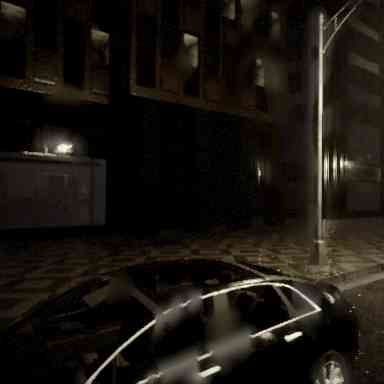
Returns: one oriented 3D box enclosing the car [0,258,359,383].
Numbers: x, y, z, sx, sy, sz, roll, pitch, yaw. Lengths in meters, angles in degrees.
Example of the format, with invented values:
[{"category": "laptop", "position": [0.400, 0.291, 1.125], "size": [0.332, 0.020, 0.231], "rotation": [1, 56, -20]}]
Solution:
[{"category": "car", "position": [-0.350, 1.505, 3.109], "size": [4.892, 1.490, 1.837], "rotation": [0, 0, -35]}]
